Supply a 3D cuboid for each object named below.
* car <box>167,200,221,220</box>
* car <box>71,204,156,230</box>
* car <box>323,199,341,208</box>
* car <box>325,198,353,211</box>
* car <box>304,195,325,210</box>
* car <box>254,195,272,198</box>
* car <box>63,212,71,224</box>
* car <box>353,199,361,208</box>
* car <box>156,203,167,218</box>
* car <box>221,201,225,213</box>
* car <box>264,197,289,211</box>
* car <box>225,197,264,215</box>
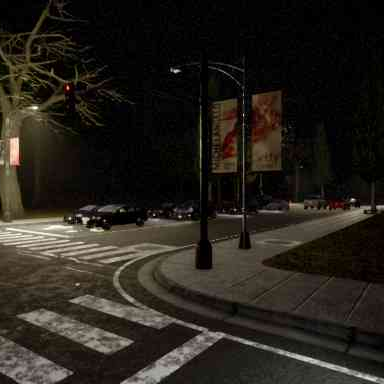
[{"bbox_3d":[0.294,1.473,29.221,2.097,1.767,4.553,0,0,35],"label":"car"},{"bbox_3d":[-4.957,1.566,21.765,2.128,1.511,4.902,0,0,35],"label":"car"},{"bbox_3d":[24.079,1.926,57.018,1.812,1.442,4.674,0,-1,35],"label":"car"},{"bbox_3d":[20.695,1.659,46.568,2.097,1.767,4.553,0,0,35],"label":"car"},{"bbox_3d":[17.943,1.521,48.295,2.150,2.045,5.566,0,0,35],"label":"car"},{"bbox_3d":[9.978,1.472,48.544,2.150,2.045,5.566,0,0,38],"label":"car"},{"bbox_3d":[-7.167,1.637,24.286,1.994,1.385,4.181,0,0,36],"label":"car"},{"bbox_3d":[26.454,1.893,54.750,2.128,1.511,4.902,0,-1,35],"label":"car"},{"bbox_3d":[-1.836,1.667,31.831,2.033,1.411,5.357,0,0,35],"label":"car"},{"bbox_3d":[3.893,1.776,39.980,1.895,1.301,4.718,0,0,35],"label":"car"},{"bbox_3d":[11.900,1.772,45.638,1.812,1.442,4.674,0,0,36],"label":"car"},{"bbox_3d":[5.949,1.680,37.248,1.837,1.490,4.892,0,0,35],"label":"car"}]
